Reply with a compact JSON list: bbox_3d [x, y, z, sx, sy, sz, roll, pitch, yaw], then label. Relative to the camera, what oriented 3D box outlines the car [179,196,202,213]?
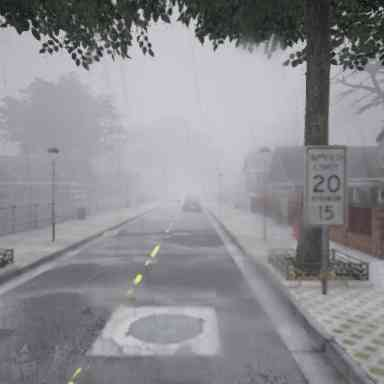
[{"bbox_3d":[0.006,1.481,35.144,1.994,1.385,4.181,0,0,0],"label":"car"}]

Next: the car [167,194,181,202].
[{"bbox_3d":[-2.744,1.026,51.789,1.882,1.535,5.008,0,0,0],"label":"car"}]
